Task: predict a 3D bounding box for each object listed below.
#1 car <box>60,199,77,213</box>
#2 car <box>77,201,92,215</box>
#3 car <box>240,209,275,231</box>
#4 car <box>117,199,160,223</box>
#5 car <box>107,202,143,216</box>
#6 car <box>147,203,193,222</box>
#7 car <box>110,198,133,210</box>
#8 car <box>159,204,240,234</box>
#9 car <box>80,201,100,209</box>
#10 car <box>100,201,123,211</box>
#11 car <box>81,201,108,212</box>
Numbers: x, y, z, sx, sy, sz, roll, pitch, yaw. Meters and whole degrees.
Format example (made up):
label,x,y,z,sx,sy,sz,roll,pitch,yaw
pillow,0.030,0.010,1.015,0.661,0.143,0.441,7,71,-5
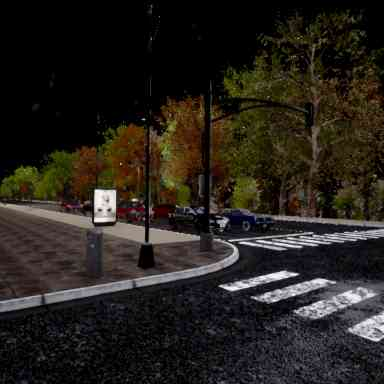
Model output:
label,x,y,z,sx,sy,sz,roll,pitch,yaw
car,-15.728,1.732,43.378,2.097,1.767,4.553,1,-1,-34
car,-10.125,1.770,35.222,2.128,1.511,4.902,1,-1,-35
car,3.120,1.732,21.771,1.895,1.301,4.718,1,-1,-35
car,-4.921,1.537,27.692,2.097,1.767,4.553,1,-1,-35
car,-7.560,1.871,37.220,2.033,1.411,5.357,1,-1,-35
car,-2.034,1.750,29.226,1.812,1.442,4.674,1,-1,-35
car,-11.591,1.935,54.713,2.097,1.767,4.553,1,-1,-34
car,0.298,1.582,20.120,2.128,1.511,4.902,1,-1,-34
car,-17.849,2.203,57.969,1.895,1.301,4.718,1,-1,-35
car,-11.976,2.023,49.529,1.812,1.442,4.674,1,-1,-34
car,-13.558,1.980,45.958,2.033,1.411,5.357,1,-1,-34
